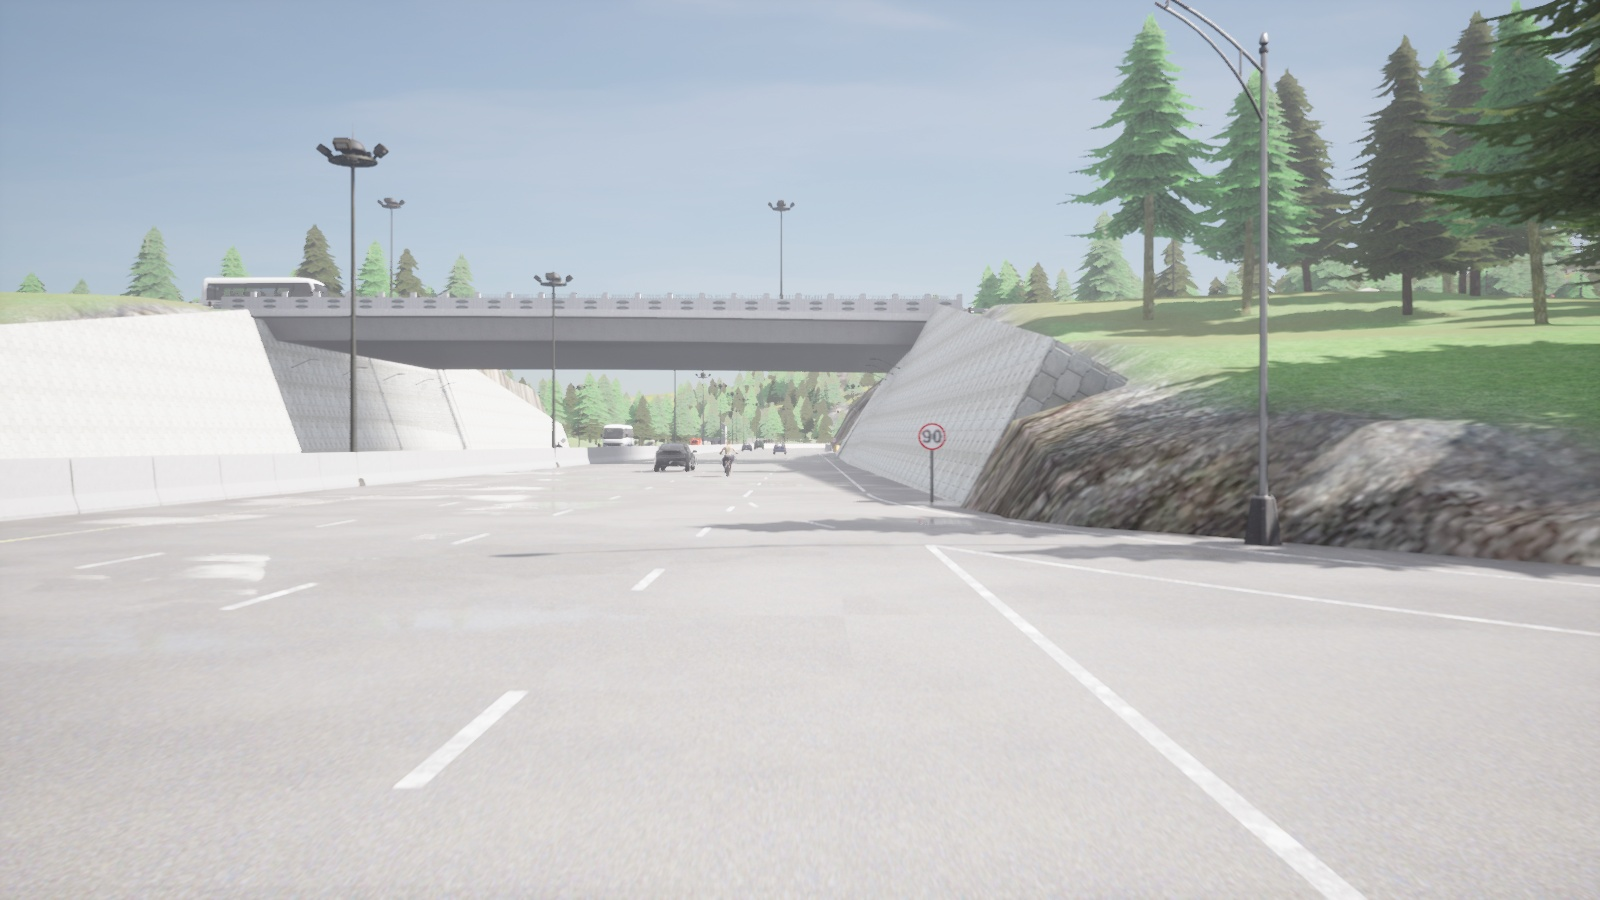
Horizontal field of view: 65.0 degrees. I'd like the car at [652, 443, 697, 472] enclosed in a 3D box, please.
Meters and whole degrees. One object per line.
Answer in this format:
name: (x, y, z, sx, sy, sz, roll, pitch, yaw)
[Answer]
car: (-6.606, 0.371, 66.542, 1.837, 1.490, 4.892, 0, 0, 0)
